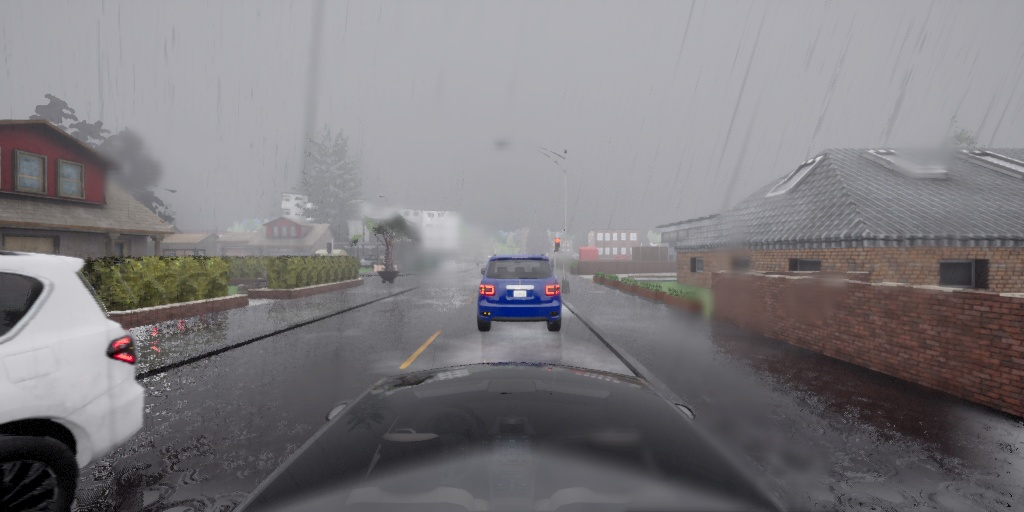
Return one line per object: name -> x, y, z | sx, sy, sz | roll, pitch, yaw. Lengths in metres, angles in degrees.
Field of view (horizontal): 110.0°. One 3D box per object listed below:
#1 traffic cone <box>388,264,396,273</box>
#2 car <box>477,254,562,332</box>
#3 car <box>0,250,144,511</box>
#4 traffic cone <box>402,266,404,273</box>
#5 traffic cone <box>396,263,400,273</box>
traffic cone -> -15.393, 1.561, 45.937 | 0.344, 0.586, 0.344 | 0, 0, 0
car -> 0.191, 0.971, 11.049 | 2.150, 2.045, 5.566 | 0, 0, 0
car -> -4.104, 0.969, 0.563 | 2.150, 2.045, 5.566 | 0, 0, 0
traffic cone -> -14.020, 1.582, 47.536 | 0.344, 0.586, 0.344 | 0, 0, 0
traffic cone -> -15.027, 1.558, 46.504 | 0.344, 0.586, 0.344 | 0, 0, 0
